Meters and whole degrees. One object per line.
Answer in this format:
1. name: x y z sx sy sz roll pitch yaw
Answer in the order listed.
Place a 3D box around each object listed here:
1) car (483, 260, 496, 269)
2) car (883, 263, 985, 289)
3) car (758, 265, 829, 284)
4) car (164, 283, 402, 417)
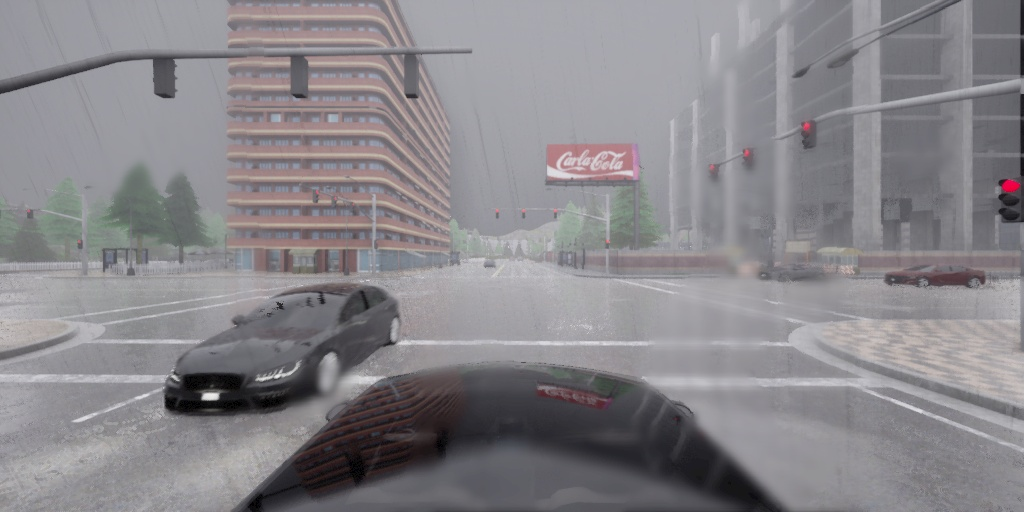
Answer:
1. car: -3.505 1.306 57.425 2.033 1.411 5.357 0 0 0
2. car: 26.503 1.225 22.621 5.008 1.535 1.882 0 0 0
3. car: 20.472 1.311 26.154 4.181 1.385 1.994 0 0 0
4. car: -3.500 1.322 6.586 1.837 1.490 4.892 0 1 0
